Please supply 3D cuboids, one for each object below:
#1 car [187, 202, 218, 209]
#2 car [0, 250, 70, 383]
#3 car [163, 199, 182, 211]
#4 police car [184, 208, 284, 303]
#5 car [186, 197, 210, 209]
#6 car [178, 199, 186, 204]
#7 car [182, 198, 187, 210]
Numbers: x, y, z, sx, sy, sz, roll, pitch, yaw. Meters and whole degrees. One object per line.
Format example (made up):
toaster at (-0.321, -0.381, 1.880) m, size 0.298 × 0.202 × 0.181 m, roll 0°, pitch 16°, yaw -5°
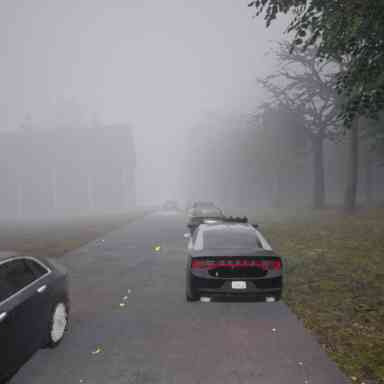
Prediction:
car at (0.824, 1.532, 18.327) m, size 1.882 × 1.535 × 5.008 m, roll 0°, pitch 0°, yaw 0°
car at (-2.852, 1.506, 3.484) m, size 1.837 × 1.490 × 4.892 m, roll 0°, pitch 0°, yaw 0°
car at (-2.850, 1.763, 44.722) m, size 2.128 × 1.511 × 4.902 m, roll 0°, pitch 0°, yaw 0°
police car at (0.824, 1.437, 8.434) m, size 1.930 × 1.638 × 5.238 m, roll 0°, pitch 0°, yaw 0°
car at (0.822, 1.447, 24.300) m, size 2.097 × 1.767 × 4.553 m, roll 0°, pitch 0°, yaw 0°
car at (-2.754, 2.520, 89.513) m, size 2.033 × 1.411 × 5.357 m, roll 0°, pitch -1°, yaw 0°
car at (0.025, 1.827, 45.697) m, size 2.033 × 1.411 × 5.357 m, roll 0°, pitch -1°, yaw 1°
